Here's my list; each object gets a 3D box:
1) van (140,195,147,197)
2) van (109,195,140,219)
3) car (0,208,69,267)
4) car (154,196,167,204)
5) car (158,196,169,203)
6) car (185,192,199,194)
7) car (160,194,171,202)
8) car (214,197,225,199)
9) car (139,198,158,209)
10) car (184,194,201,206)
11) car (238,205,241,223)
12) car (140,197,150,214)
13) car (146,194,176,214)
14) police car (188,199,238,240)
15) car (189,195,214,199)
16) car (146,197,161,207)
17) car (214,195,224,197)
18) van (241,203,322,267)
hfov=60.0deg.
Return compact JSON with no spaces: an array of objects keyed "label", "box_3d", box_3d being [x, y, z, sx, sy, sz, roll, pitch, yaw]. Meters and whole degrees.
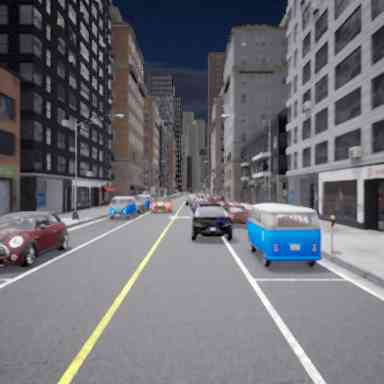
[{"label":"van","box_3d":[-5.678,1.233,38.562,1.690,1.788,3.998,0,0,0]},{"label":"van","box_3d":[-5.676,1.263,27.560,1.690,1.788,3.998,0,0,0]},{"label":"car","box_3d":[-5.672,1.409,11.056,1.967,1.590,4.097,0,0,0]},{"label":"car","box_3d":[-5.682,1.402,60.568,1.947,1.339,4.313,0,0,0]},{"label":"car","box_3d":[-5.684,1.405,66.069,1.802,1.307,4.206,0,0,0]},{"label":"car","box_3d":[-0.014,1.333,67.076,1.812,1.442,4.674,0,0,0]},{"label":"car","box_3d":[-5.685,1.251,71.570,1.967,1.590,4.097,0,0,0]},{"label":"car","box_3d":[2.849,1.488,33.062,1.802,1.307,4.206,0,0,0]},{"label":"car","box_3d":[-5.679,1.443,44.064,1.947,1.339,4.313,0,0,0]},{"label":"car","box_3d":[-0.010,1.421,52.098,1.994,1.385,4.181,0,0,0]},{"label":"car","box_3d":[2.851,1.519,22.060,1.802,1.307,4.206,0,0,0]},{"label":"car","box_3d":[-5.677,1.457,33.061,2.008,1.369,4.403,0,0,0]},{"label":"car","box_3d":[-3.099,1.255,34.320,2.097,1.767,4.553,0,0,0]},{"label":"police car","box_3d":[0.896,1.377,16.844,1.930,1.638,5.238,0,0,0]},{"label":"car","box_3d":[0.893,1.362,32.925,1.801,1.575,5.366,0,0,0]},{"label":"car","box_3d":[-5.680,1.445,49.565,1.802,1.307,4.206,0,0,0]},{"label":"car","box_3d":[2.847,1.206,38.563,2.192,1.841,5.009,0,0,0]},{"label":"van","box_3d":[2.853,1.309,11.057,1.690,1.788,3.998,0,0,0]}]
